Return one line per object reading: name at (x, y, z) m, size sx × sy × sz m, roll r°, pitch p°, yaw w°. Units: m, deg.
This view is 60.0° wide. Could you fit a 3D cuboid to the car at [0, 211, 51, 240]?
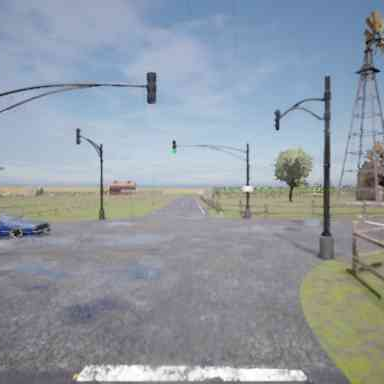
car at (-10.374, 1.720, 17.408) m, size 5.357 × 1.411 × 2.033 m, roll -1°, pitch 1°, yaw 0°
